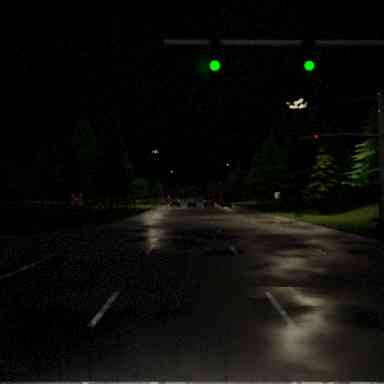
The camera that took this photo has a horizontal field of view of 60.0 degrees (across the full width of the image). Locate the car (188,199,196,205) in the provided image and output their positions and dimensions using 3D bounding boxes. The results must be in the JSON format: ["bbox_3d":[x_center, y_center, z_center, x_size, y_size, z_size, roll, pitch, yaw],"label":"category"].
[{"bbox_3d":[-0.017,2.370,78.511,1.812,1.442,4.674,0,-1,0],"label":"car"}]

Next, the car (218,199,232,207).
[{"bbox_3d":[6.985,2.437,68.507,1.994,1.385,4.181,0,-1,0],"label":"car"}]

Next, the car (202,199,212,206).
[{"bbox_3d":[3.483,2.370,78.512,2.128,1.511,4.902,0,-1,0],"label":"car"}]

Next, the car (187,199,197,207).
[{"bbox_3d":[-0.015,2.426,68.089,2.033,1.411,5.357,0,-1,0],"label":"car"}]

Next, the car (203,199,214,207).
[{"bbox_3d":[3.485,2.440,68.507,1.994,1.385,4.181,0,-1,0],"label":"car"}]

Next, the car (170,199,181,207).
[{"bbox_3d":[-3.515,2.406,68.506,1.812,1.442,4.674,0,-1,0],"label":"car"}]

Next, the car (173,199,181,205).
[{"bbox_3d":[-3.517,2.370,78.510,1.812,1.442,4.674,0,-1,0],"label":"car"}]
